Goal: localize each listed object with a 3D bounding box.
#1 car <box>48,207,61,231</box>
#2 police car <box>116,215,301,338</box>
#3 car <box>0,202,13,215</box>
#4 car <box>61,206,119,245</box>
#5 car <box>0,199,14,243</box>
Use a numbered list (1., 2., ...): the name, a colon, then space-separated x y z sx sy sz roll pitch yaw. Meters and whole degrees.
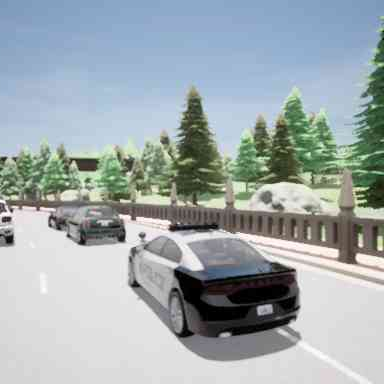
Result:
1. car: -8.383 1.697 22.308 1.812 1.442 4.674 0 0 -33
2. police car: -0.034 1.461 7.015 1.930 1.638 5.238 0 0 -24
3. car: -22.587 1.916 38.592 4.181 1.385 1.994 -1 0 44
4. car: -4.937 1.470 16.668 2.097 1.767 4.553 0 0 -30
5. car: -10.081 1.375 16.375 2.150 2.045 5.566 0 0 -31
